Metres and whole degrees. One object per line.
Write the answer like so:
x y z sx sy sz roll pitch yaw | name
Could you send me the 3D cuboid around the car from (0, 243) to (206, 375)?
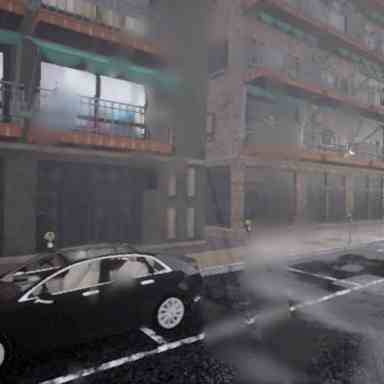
-1.810 1.556 5.252 4.403 1.369 2.008 0 1 -35 | car
